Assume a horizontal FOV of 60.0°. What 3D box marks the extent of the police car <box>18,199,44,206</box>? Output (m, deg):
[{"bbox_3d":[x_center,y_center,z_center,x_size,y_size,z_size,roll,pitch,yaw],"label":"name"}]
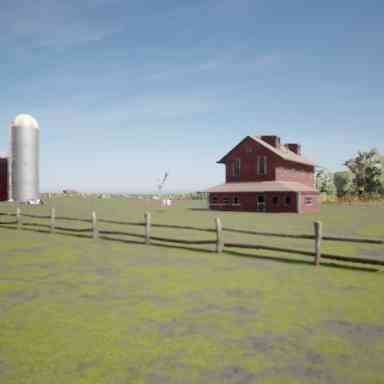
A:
[{"bbox_3d":[-35.243,2.237,72.750,2.038,1.542,4.974,-1,-2,35],"label":"police car"}]
